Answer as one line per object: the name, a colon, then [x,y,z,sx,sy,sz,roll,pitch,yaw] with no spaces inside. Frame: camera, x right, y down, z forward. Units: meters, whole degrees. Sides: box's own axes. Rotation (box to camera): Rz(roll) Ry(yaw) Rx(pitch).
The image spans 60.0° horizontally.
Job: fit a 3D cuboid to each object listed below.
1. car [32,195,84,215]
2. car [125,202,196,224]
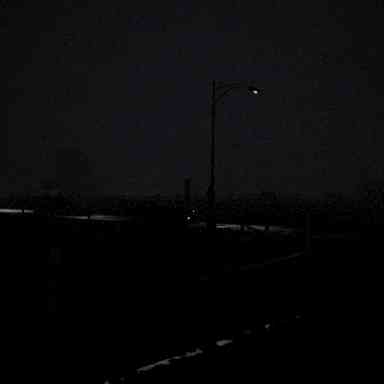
car: [-11.136,1.046,27.576,5.008,1.535,1.882,1,0,31]
car: [-2.112,1.311,22.213,4.718,1.301,1.895,1,0,30]
